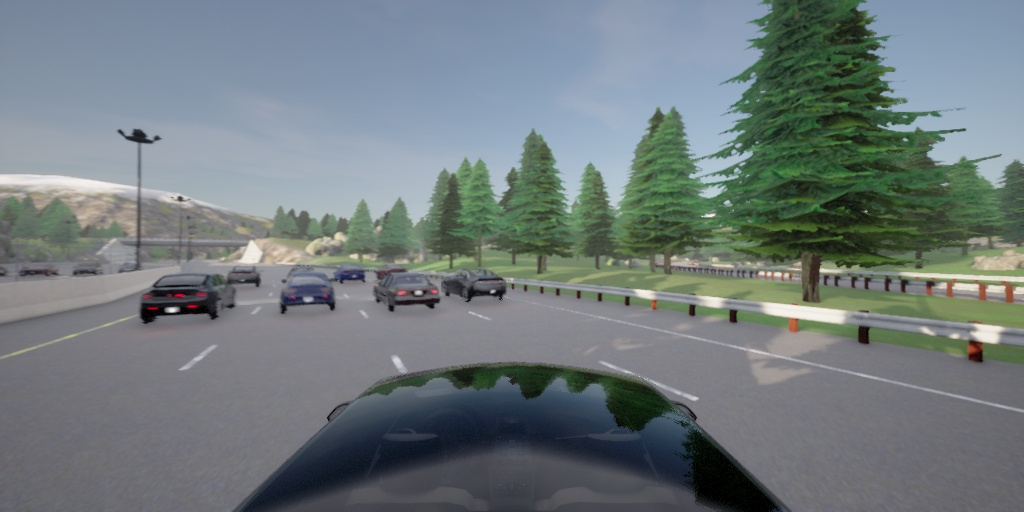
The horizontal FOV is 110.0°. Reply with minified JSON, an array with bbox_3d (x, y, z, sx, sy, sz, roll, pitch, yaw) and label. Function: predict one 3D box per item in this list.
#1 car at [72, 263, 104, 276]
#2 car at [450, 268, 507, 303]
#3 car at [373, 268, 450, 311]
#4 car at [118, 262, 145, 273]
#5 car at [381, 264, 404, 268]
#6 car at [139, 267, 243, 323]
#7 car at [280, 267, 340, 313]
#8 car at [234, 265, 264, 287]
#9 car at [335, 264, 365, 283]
[{"bbox_3d":[-49.564,1.545,41.992,1.837,1.490,4.892,0,-1,-41],"label":"car"},{"bbox_3d":[-2.015,1.362,17.762,2.128,1.511,4.902,0,0,-29],"label":"car"},{"bbox_3d":[-4.600,1.397,15.221,2.033,1.411,5.357,0,0,-29],"label":"car"},{"bbox_3d":[-46.957,1.550,44.321,2.128,1.511,4.902,0,-1,-41],"label":"car"},{"bbox_3d":[-10.834,1.452,32.207,1.882,1.535,5.008,0,0,-34],"label":"car"},{"bbox_3d":[-11.228,1.337,12.727,1.837,1.490,4.892,0,0,-29],"label":"car"},{"bbox_3d":[-8.354,1.371,14.753,1.812,1.442,4.674,0,0,-29],"label":"car"},{"bbox_3d":[-19.230,1.419,25.876,2.128,1.511,4.902,0,0,-34],"label":"car"},{"bbox_3d":[-13.774,1.437,30.309,1.882,1.535,5.008,0,0,-34],"label":"car"}]
